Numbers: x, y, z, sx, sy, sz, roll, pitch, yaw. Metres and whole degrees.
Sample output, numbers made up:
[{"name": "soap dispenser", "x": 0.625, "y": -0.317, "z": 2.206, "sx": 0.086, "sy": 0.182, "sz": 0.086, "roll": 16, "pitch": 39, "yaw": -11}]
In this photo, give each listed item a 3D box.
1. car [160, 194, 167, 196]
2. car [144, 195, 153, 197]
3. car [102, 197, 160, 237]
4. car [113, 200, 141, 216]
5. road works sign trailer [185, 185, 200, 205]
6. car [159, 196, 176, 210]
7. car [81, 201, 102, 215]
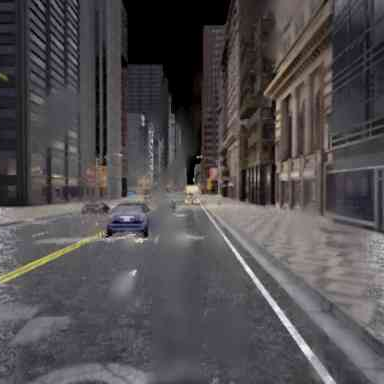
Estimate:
[{"name": "car", "x": -6.483, "y": 1.176, "z": 74.645, "sx": 1.837, "sy": 1.490, "sz": 4.892, "roll": 0, "pitch": 0, "yaw": 0}, {"name": "car", "x": -9.733, "y": 1.271, "z": 74.616, "sx": 1.895, "sy": 1.301, "sz": 4.718, "roll": 0, "pitch": 0, "yaw": 0}, {"name": "car", "x": -3.146, "y": 1.357, "z": 18.192, "sx": 2.097, "sy": 1.767, "sz": 4.553, "roll": 0, "pitch": 0, "yaw": 0}, {"name": "car", "x": -6.577, "y": 1.593, "z": 34.030, "sx": 1.994, "sy": 1.385, "sz": 4.181, "roll": 0, "pitch": 0, "yaw": 0}, {"name": "road works sign trailer", "x": 0.080, "y": 0.488, "z": 61.545, "sx": 2.380, "sy": 3.560, "sz": 2.880, "roll": 0, "pitch": 0, "yaw": 0}, {"name": "car", "x": -3.141, "y": 1.600, "z": 42.783, "sx": 1.994, "sy": 1.385, "sz": 4.181, "roll": 0, "pitch": 0, "yaw": 0}, {"name": "car", "x": -9.827, "y": 1.594, "z": 34.033, "sx": 1.994, "sy": 1.385, "sz": 4.181, "roll": 0, "pitch": 0, "yaw": 0}]
